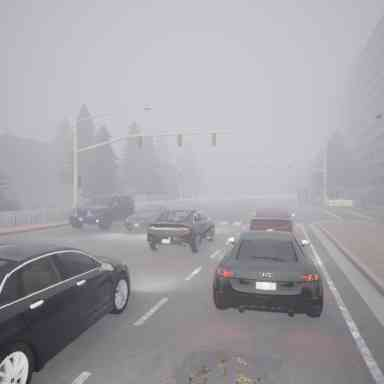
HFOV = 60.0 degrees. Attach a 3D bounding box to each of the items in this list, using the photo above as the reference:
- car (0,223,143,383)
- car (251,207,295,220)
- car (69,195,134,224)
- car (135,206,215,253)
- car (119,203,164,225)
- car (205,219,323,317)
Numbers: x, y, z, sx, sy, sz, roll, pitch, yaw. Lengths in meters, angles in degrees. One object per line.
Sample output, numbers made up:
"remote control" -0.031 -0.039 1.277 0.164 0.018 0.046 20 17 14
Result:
"car" -2.449 1.505 4.864 1.837 1.490 4.892 0 0 10
"car" 3.975 1.478 16.289 1.882 1.535 5.008 0 0 17
"car" -5.580 1.209 21.602 2.150 2.045 5.566 0 0 16
"car" -0.288 1.492 13.865 2.128 1.511 4.902 0 0 15
"car" -2.352 1.526 20.170 1.812 1.442 4.674 0 0 16
"car" 1.718 1.564 7.599 1.994 1.385 4.181 0 0 13
